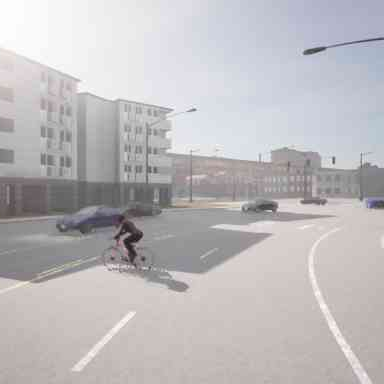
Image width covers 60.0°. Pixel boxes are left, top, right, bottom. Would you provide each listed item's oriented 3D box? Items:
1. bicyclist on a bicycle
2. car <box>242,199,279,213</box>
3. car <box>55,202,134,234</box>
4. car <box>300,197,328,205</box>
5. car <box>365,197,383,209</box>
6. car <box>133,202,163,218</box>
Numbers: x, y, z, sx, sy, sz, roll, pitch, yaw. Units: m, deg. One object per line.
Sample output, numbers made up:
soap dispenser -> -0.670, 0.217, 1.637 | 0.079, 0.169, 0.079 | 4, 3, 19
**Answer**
bicyclist on a bicycle -> -1.856, 1.455, 9.521 | 1.656, 1.620, 0.582 | -2, -1, 17
car -> 7.489, 1.497, 36.402 | 4.902, 1.511, 2.128 | 0, 0, -40
car -> -5.682, 1.526, 19.402 | 1.812, 1.442, 4.674 | 0, 0, 27
car -> 21.146, 1.526, 57.851 | 1.812, 1.442, 4.674 | 0, 0, -41
car -> 24.773, 1.457, 44.889 | 1.882, 1.535, 5.008 | 0, 0, 19
car -> -4.741, 1.547, 28.091 | 2.033, 1.411, 5.357 | 0, 0, 35
